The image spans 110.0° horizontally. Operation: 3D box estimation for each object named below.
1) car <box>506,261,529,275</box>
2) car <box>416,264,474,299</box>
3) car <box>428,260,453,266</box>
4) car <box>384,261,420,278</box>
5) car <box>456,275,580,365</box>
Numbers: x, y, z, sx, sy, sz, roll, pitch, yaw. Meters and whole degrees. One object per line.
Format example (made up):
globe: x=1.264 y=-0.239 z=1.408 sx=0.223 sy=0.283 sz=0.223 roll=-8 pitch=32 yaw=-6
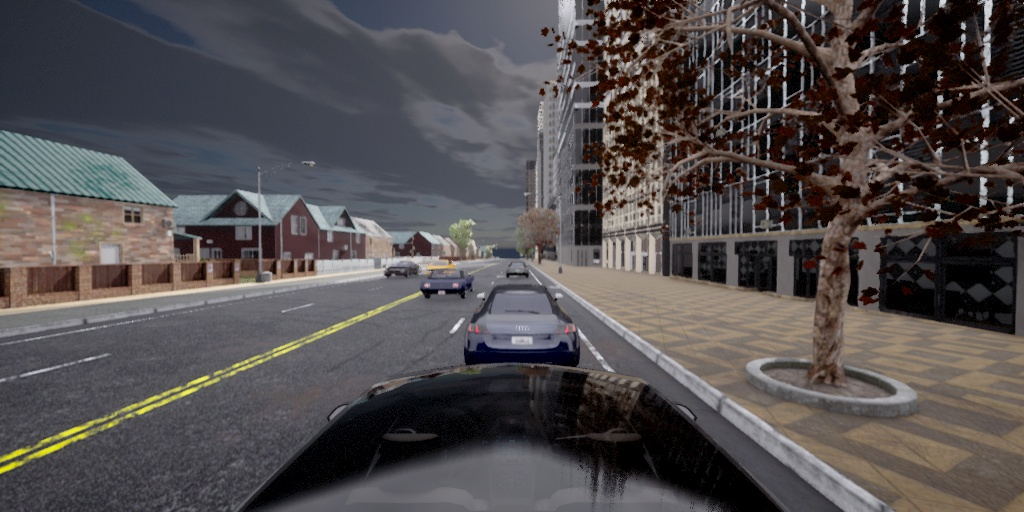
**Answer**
car: x=0.477 y=1.160 z=31.711 sx=1.994 sy=1.385 sz=4.181 roll=0 pitch=0 yaw=1
car: x=-2.955 y=1.262 z=17.434 sx=1.895 sy=1.301 sz=4.718 roll=0 pitch=0 yaw=1
car: x=-6.214 y=1.074 z=31.553 sx=1.882 sy=1.535 sz=5.008 roll=0 pitch=0 yaw=1
car: x=-9.476 y=1.144 z=31.471 sx=2.033 sy=1.411 sz=5.357 roll=0 pitch=0 yaw=1
car: x=0.173 y=1.279 z=7.616 sx=1.994 sy=1.385 sz=4.181 roll=0 pitch=0 yaw=0
